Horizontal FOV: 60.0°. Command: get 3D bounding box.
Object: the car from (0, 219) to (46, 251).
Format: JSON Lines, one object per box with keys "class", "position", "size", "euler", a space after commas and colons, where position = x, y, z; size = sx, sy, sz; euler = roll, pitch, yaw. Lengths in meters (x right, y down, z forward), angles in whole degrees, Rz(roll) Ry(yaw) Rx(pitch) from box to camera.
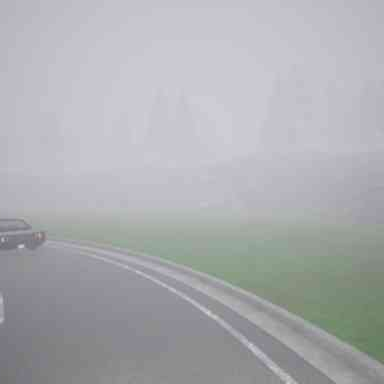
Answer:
{"class": "car", "position": [-8.090, 1.750, 13.738], "size": [4.718, 1.301, 1.895], "euler": [-1, 0, 38]}
